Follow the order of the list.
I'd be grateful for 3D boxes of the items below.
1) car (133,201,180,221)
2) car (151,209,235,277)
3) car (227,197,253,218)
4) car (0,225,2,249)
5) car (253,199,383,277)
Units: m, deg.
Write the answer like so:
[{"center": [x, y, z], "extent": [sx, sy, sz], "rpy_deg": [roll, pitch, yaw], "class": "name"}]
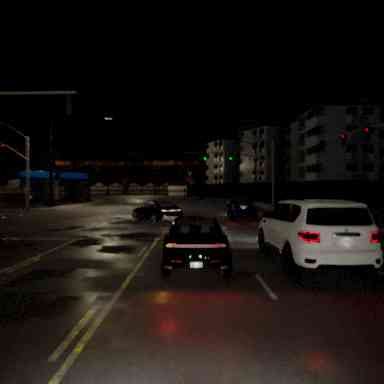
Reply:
[{"center": [-2.558, 1.393, 23.531], "extent": [2.128, 1.511, 4.902], "rpy_deg": [0, 0, -33], "class": "car"}, {"center": [0.102, 1.497, 10.235], "extent": [2.128, 1.511, 4.902], "rpy_deg": [0, 0, 0], "class": "car"}, {"center": [3.976, 1.212, 27.130], "extent": [2.097, 1.767, 4.553], "rpy_deg": [0, 1, 3], "class": "car"}, {"center": [-7.022, 1.225, 8.121], "extent": [2.150, 2.045, 5.566], "rpy_deg": [0, 0, 0], "class": "car"}, {"center": [3.598, 1.228, 10.429], "extent": [2.150, 2.045, 5.566], "rpy_deg": [0, 0, 0], "class": "car"}]
